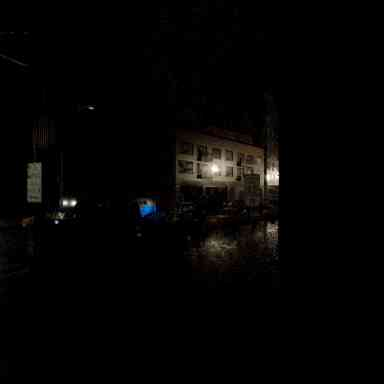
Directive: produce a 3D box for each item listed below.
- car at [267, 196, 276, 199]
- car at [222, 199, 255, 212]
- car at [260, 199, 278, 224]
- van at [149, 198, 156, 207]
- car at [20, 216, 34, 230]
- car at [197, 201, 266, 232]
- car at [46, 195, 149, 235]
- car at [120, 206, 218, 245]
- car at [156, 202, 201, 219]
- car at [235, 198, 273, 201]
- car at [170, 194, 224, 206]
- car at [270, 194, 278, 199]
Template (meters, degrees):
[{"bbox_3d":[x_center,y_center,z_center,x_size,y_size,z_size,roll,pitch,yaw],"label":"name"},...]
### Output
[{"bbox_3d":[8.836,1.544,43.506,1.947,1.339,4.313,0,0,36],"label":"car"},{"bbox_3d":[5.507,1.549,38.917,1.947,1.339,4.313,0,0,36],"label":"car"},{"bbox_3d":[5.855,1.531,24.883,1.752,1.417,4.829,0,0,36],"label":"car"},{"bbox_3d":[-4.483,1.331,25.151,1.690,1.788,3.998,0,0,36],"label":"van"},{"bbox_3d":[-7.913,1.514,20.425,1.752,1.417,4.829,0,0,36],"label":"car"},{"bbox_3d":[2.526,1.531,20.294,1.752,1.417,4.829,0,0,36],"label":"car"},{"bbox_3d":[-5.407,1.216,19.507,2.150,2.045,5.566,0,0,36],"label":"car"},{"bbox_3d":[-0.903,1.556,15.570,2.008,1.369,4.403,0,0,36],"label":"car"},{"bbox_3d":[-1.153,1.572,29.741,1.802,1.307,4.206,0,0,36],"label":"car"},{"bbox_3d":[6.751,1.590,36.238,1.895,1.301,4.718,0,0,36],"label":"car"},{"bbox_3d":[0.682,1.217,27.890,2.150,2.045,5.566,0,0,36],"label":"car"},{"bbox_3d":[12.167,1.288,48.094,2.192,1.841,5.009,0,0,36],"label":"car"}]
